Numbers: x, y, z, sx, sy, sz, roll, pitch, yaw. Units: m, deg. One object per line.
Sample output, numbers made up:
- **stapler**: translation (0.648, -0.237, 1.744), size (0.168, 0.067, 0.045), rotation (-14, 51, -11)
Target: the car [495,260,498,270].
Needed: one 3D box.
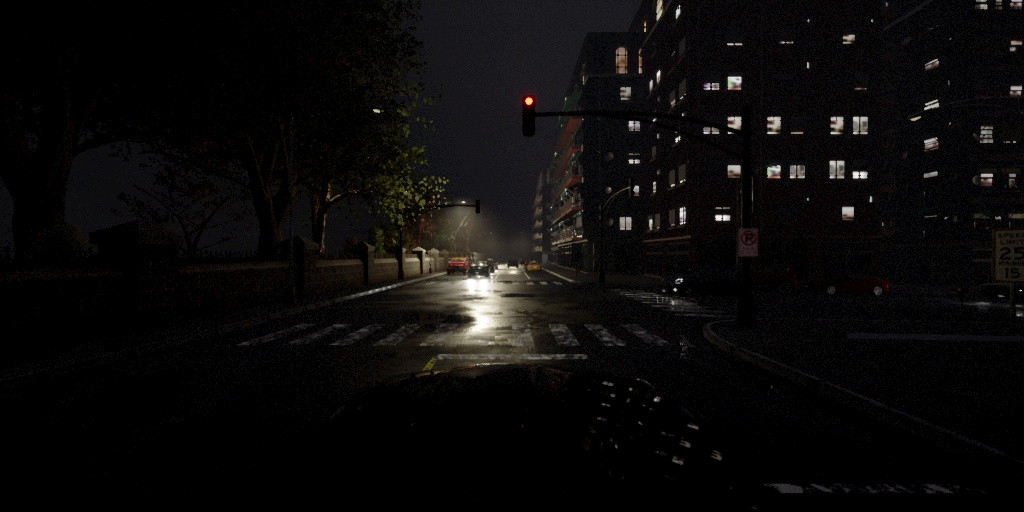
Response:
- **car**: translation (-3.067, 1.263, 43.676), size (1.837, 1.490, 4.892), rotation (0, 0, 0)

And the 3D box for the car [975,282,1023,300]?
- **car**: translation (28.644, 1.888, 19.403), size (4.718, 1.301, 1.895), rotation (1, 0, 0)

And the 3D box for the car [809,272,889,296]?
- **car**: translation (20.307, 1.671, 21.980), size (4.507, 1.381, 1.888), rotation (0, 0, 0)

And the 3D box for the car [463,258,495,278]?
- **car**: translation (-3.078, 1.245, 34.325), size (2.128, 1.511, 4.902), rotation (0, 0, 0)

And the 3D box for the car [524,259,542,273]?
- **car**: translation (2.721, 1.283, 44.266), size (1.751, 1.417, 4.829), rotation (0, 0, 0)

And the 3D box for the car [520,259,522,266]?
- **car**: translation (2.729, 1.316, 55.166), size (2.007, 1.370, 4.403), rotation (0, 0, 0)

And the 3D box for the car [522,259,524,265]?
- **car**: translation (2.725, 1.307, 49.631), size (1.888, 1.381, 4.507), rotation (0, 0, 0)

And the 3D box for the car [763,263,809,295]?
- **car**: translation (14.612, 1.338, 21.966), size (5.009, 1.841, 2.192), rotation (0, 0, 0)

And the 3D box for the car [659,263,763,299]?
- **car**: translation (10.347, 1.309, 19.213), size (4.553, 1.767, 2.097), rotation (1, 0, -3)

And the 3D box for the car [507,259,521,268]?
- **car**: translation (0.155, 1.318, 61.957), size (2.033, 1.411, 5.357), rotation (0, 0, -2)

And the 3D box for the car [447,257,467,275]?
- **car**: translation (-5.664, 1.070, 38.566), size (2.192, 1.841, 5.009), rotation (0, 0, 0)
